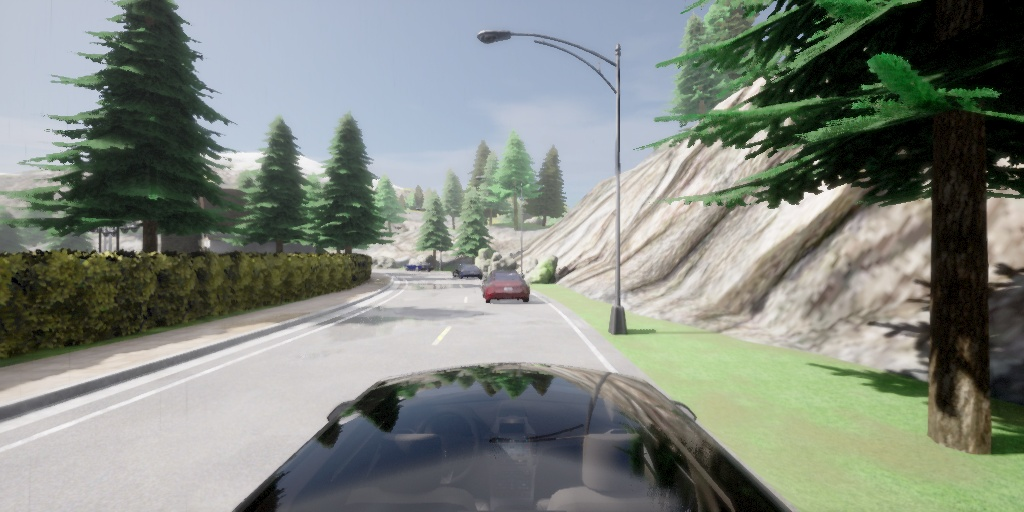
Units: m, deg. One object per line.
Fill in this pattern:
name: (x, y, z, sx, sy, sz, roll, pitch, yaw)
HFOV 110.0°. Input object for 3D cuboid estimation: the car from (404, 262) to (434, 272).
car: (-11.845, 1.366, 45.369, 1.895, 1.301, 4.718, 0, 0, -43)

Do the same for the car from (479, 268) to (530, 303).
car: (-0.373, 1.322, 16.680, 1.994, 1.385, 4.181, 0, 0, -6)

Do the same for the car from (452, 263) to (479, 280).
car: (-3.985, 1.322, 31.651, 1.994, 1.385, 4.181, 0, 0, -21)
